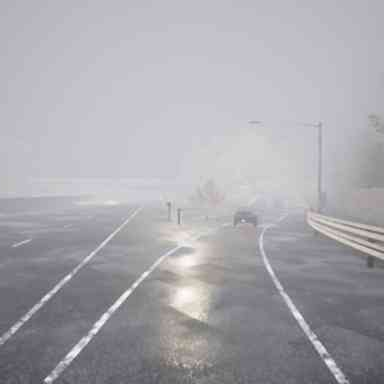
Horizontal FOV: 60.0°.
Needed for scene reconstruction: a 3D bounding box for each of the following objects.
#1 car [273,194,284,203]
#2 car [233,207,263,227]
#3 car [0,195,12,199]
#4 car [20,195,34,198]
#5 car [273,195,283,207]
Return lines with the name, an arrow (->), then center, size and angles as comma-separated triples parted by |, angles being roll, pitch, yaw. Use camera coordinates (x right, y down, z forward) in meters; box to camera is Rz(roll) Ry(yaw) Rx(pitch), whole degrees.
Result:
car -> 18.604, 1.349, 72.032 | 2.128, 1.511, 4.902 | 1, 4, 13
car -> 4.696, 2.016, 27.729 | 1.837, 1.490, 4.892 | 0, -1, 19
car -> -34.890, 1.273, 61.101 | 2.128, 1.511, 4.902 | 0, 0, -6
car -> -31.622, 1.297, 63.570 | 2.128, 1.511, 4.902 | 0, 0, -6
car -> 15.975, 1.973, 61.887 | 2.033, 1.411, 5.357 | 1, 2, 15
